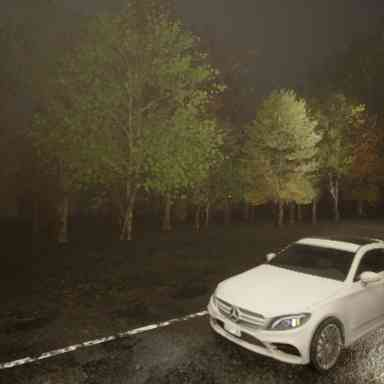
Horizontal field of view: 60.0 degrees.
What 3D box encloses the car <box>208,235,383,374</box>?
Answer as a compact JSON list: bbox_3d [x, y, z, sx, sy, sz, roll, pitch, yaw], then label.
[{"bbox_3d":[2.428,1.528,5.726,4.674,1.442,1.812,0,0,-36],"label":"car"}]
